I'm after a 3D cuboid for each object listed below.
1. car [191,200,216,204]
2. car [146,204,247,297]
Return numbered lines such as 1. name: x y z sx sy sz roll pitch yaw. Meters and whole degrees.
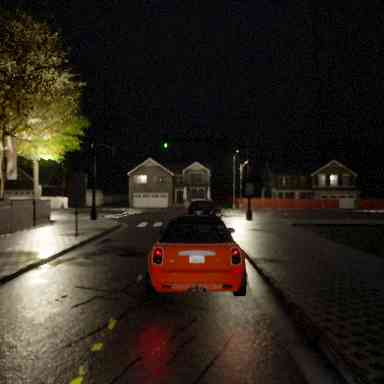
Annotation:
1. car: 0.884 1.348 22.803 2.097 1.767 4.553 1 1 11
2. car: 0.098 1.358 8.746 2.097 1.767 4.553 0 0 0
